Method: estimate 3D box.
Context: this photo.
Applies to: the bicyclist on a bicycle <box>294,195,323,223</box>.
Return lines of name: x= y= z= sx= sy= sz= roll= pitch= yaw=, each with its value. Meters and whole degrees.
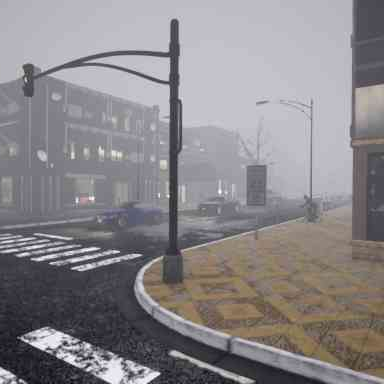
bicyclist on a bicycle: x=6.834 y=1.003 z=19.557 sx=1.656 sy=1.620 sz=0.582 roll=0 pitch=1 yaw=35

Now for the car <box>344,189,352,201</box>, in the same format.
car: x=25.475 y=0.619 z=51.642 sx=1.887 sy=1.381 sz=4.507 roll=2 pitch=2 yaw=35

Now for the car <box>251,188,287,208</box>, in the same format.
car: x=8.368 y=0.599 z=37.100 sx=2.150 sy=2.045 sz=5.566 roll=1 pitch=1 yaw=35

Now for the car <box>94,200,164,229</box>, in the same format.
car: x=-3.596 y=1.248 z=19.835 sx=1.812 sy=1.442 sz=4.674 roll=1 pitch=1 yaw=37

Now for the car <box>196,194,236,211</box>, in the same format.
car: x=2.450 y=1.011 z=33.334 sx=2.008 sy=1.369 sz=4.403 roll=2 pitch=2 yaw=35

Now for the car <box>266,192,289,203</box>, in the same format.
car: x=12.165 y=0.767 z=47.200 sx=1.802 sy=1.307 sz=4.206 roll=2 pitch=2 yaw=35

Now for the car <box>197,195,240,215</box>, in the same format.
car: x=2.351 y=1.028 z=28.431 sx=1.882 sy=1.535 sz=5.008 roll=1 pitch=1 yaw=35

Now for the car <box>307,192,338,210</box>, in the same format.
car: x=12.711 y=0.993 z=33.025 sx=2.008 sy=1.369 sz=4.403 roll=2 pitch=2 yaw=35

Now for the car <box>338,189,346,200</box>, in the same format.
car: x=23.611 y=0.645 z=53.521 sx=1.895 sy=1.301 sz=4.718 roll=1 pitch=1 yaw=35
